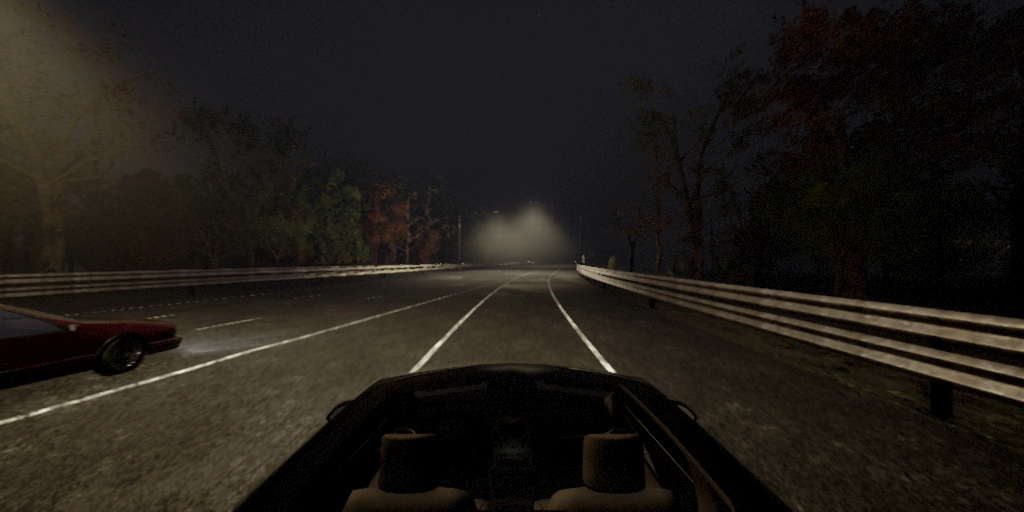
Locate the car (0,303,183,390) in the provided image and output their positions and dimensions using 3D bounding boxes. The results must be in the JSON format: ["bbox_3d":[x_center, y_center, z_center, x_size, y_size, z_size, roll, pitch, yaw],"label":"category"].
[{"bbox_3d":[-7.762,1.284,4.618,2.033,1.411,5.357,0,-1,10],"label":"car"}]
